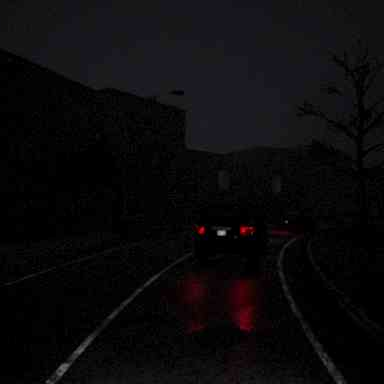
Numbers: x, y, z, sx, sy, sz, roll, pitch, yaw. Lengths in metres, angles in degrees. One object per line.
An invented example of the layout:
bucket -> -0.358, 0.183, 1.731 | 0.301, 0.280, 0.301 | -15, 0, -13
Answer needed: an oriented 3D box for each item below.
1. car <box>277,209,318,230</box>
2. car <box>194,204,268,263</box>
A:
car -> 8.463, 2.117, 26.401 | 1.882, 1.535, 5.008 | 0, -1, 38
car -> 1.727, 1.477, 13.281 | 2.150, 2.045, 5.566 | 0, -1, 17
